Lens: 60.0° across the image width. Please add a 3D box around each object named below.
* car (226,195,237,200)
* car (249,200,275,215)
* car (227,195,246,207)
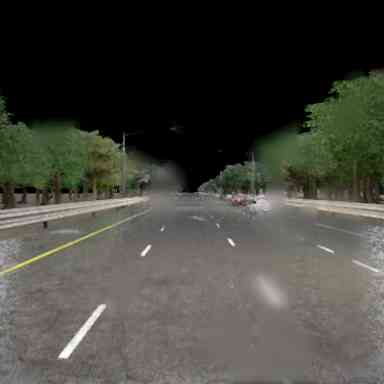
[{"bbox_3d":[10.879,1.520,91.424,1.895,1.301,4.718,0,0,18],"label":"car"},{"bbox_3d":[6.996,1.508,33.632,1.812,1.442,4.674,0,0,0],"label":"car"},{"bbox_3d":[6.996,1.311,51.759,2.097,1.767,4.553,0,0,0],"label":"car"}]
